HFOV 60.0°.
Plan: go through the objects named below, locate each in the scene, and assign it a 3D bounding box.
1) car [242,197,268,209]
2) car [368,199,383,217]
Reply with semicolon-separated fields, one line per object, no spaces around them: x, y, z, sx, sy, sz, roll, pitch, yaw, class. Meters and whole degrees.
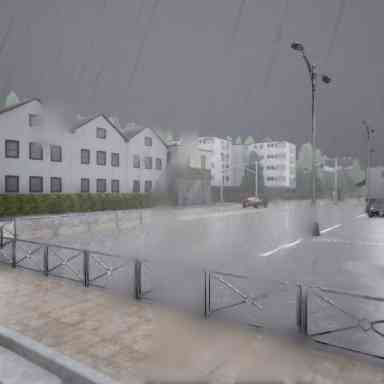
8.104;1.334;42.799;1.812;1.442;4.674;0;0;36;car
15.488;1.298;26.767;2.007;1.523;4.514;0;0;35;car
